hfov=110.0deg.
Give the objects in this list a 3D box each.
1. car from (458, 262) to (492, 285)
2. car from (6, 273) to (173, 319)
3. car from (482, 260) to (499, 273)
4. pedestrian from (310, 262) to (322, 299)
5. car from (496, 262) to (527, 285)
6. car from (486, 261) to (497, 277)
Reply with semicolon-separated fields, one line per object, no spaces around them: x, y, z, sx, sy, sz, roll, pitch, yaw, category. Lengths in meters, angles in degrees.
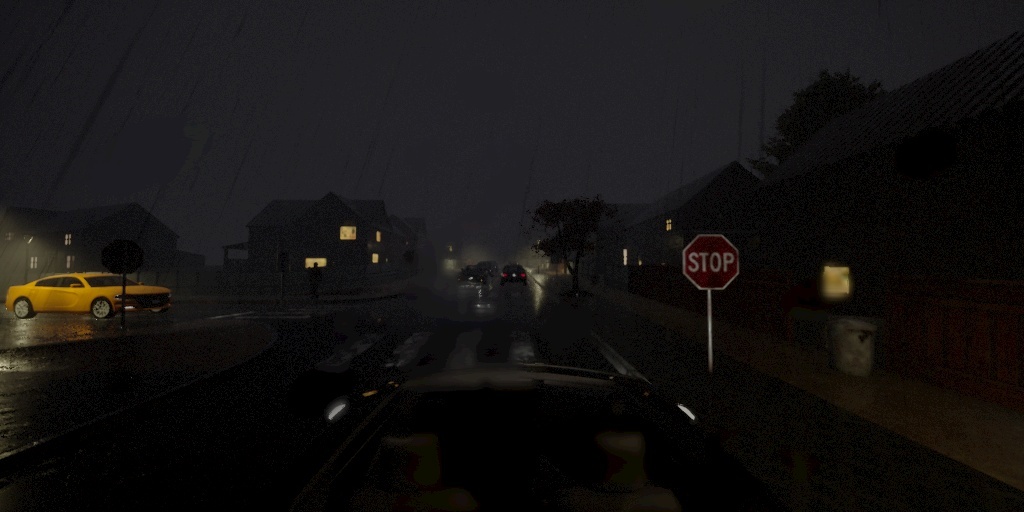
-2.823;1.370;26.693;1.994;1.385;4.181;0;0;0;car
-14.867;1.367;12.770;5.008;1.535;1.882;-1;-3;7;car
-2.786;1.366;46.935;1.882;1.535;5.008;0;0;0;car
-9.891;1.207;18.026;0.375;1.860;0.375;0;-2;5;pedestrian
0.121;1.353;26.569;2.033;1.411;5.357;0;0;0;car
-2.800;1.347;36.800;1.837;1.490;4.892;0;0;0;car
